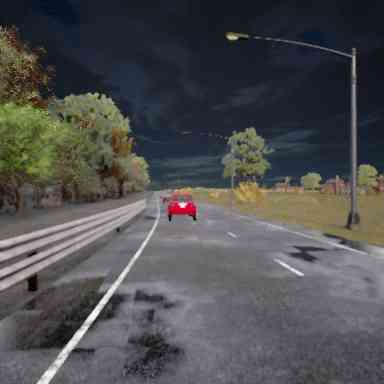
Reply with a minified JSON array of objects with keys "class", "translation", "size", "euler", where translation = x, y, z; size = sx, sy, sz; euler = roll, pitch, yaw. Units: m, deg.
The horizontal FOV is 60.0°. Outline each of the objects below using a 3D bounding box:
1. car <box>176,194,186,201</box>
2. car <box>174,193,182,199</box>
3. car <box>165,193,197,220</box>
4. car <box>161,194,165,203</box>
[{"class":"car","translation":[-2.586,1.160,76.636],"size":[2.128,1.511,4.902],"euler":[0,0,-6]},{"class":"car","translation":[-3.701,1.019,87.029],"size":[1.895,1.301,4.718],"euler":[0,0,-6]},{"class":"car","translation":[-0.880,1.108,26.944],"size":[2.150,2.045,5.566],"euler":[0,0,-4]},{"class":"car","translation":[-4.241,1.214,60.147],"size":[1.882,1.535,5.008],"euler":[0,0,-6]}]
